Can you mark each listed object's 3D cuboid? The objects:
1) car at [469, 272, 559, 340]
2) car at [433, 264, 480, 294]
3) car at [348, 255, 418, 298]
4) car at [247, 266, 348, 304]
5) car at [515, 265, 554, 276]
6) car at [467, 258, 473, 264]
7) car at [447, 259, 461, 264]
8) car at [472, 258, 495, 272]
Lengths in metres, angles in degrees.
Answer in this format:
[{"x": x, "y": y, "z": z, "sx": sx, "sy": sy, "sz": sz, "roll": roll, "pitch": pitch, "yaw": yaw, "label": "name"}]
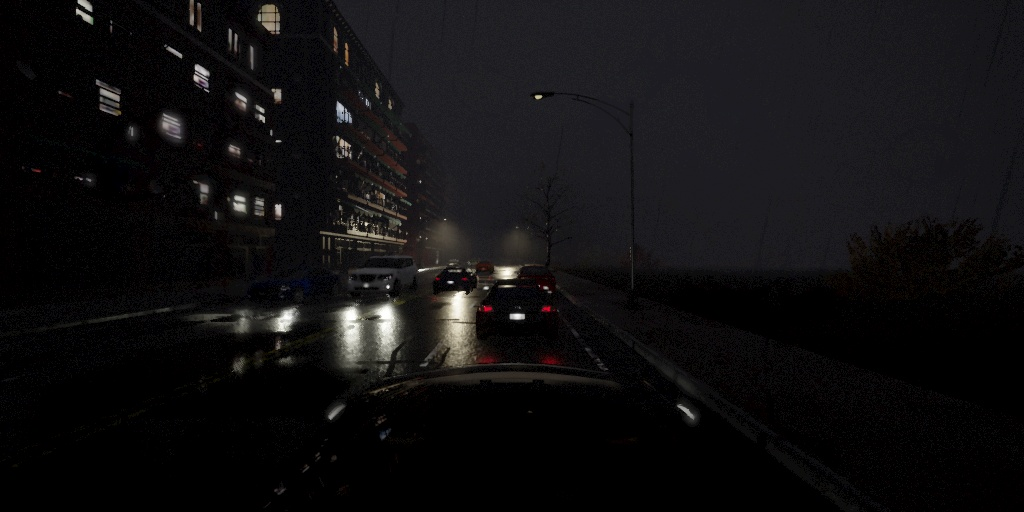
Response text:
[{"x": 0.114, "y": 1.315, "z": 9.976, "sx": 1.994, "sy": 1.385, "sz": 4.181, "roll": 0, "pitch": 0, "yaw": 0, "label": "car"}, {"x": -3.124, "y": 1.316, "z": 20.241, "sx": 1.994, "sy": 1.385, "sz": 4.181, "roll": 0, "pitch": 0, "yaw": 0, "label": "car"}, {"x": -6.573, "y": 0.973, "z": 18.936, "sx": 2.150, "sy": 2.045, "sz": 5.566, "roll": 0, "pitch": 0, "yaw": 0, "label": "car"}, {"x": -9.828, "y": 1.229, "z": 16.595, "sx": 1.882, "sy": 1.535, "sz": 5.008, "roll": 0, "pitch": 0, "yaw": 0, "label": "car"}, {"x": 1.163, "y": 1.230, "z": 18.896, "sx": 1.882, "sy": 1.535, "sz": 5.008, "roll": 0, "pitch": 0, "yaw": 0, "label": "car"}, {"x": -6.473, "y": 1.101, "z": 62.132, "sx": 2.097, "sy": 1.767, "sz": 4.553, "roll": 0, "pitch": 0, "yaw": 0, "label": "car"}, {"x": -9.736, "y": 1.243, "z": 60.176, "sx": 2.128, "sy": 1.511, "sz": 4.902, "roll": 0, "pitch": 0, "yaw": 0, "label": "car"}, {"x": -3.088, "y": 1.229, "z": 41.454, "sx": 1.882, "sy": 1.535, "sz": 5.008, "roll": 0, "pitch": 0, "yaw": 0, "label": "car"}]
